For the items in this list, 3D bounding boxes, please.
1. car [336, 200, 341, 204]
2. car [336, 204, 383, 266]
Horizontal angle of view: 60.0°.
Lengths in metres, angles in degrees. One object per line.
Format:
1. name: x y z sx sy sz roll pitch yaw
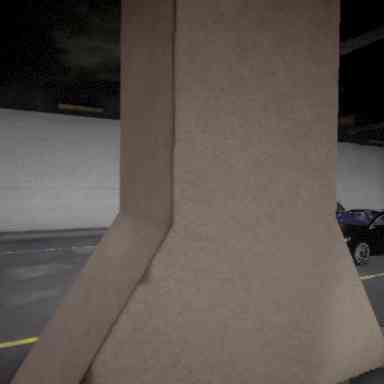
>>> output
1. car: 4.770 1.100 14.343 4.553 1.767 2.097 0 1 -28
2. car: 5.720 1.323 10.890 4.902 1.511 2.128 0 1 -28
